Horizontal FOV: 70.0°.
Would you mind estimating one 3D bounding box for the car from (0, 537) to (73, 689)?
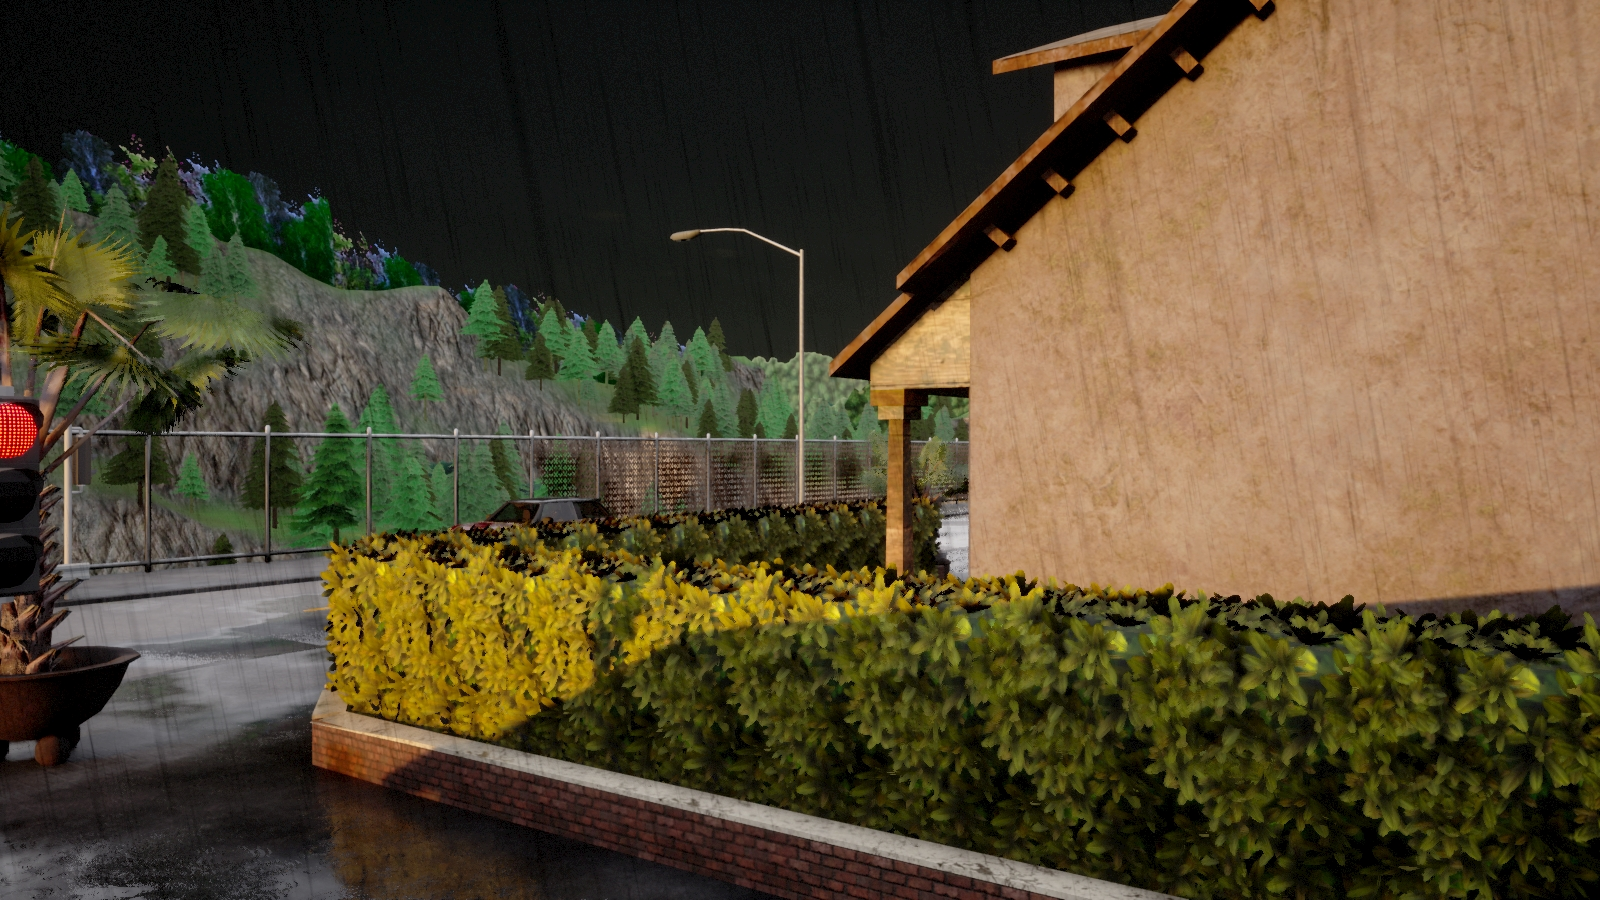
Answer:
[{"bbox_3d":[-11.306,1.992,12.671,2.152,1.651,5.027,0,0,35],"label":"car"}]

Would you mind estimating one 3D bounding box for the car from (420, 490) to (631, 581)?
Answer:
[{"bbox_3d":[-6.312,1.906,26.765,2.097,1.767,4.553,0,0,35],"label":"car"}]
